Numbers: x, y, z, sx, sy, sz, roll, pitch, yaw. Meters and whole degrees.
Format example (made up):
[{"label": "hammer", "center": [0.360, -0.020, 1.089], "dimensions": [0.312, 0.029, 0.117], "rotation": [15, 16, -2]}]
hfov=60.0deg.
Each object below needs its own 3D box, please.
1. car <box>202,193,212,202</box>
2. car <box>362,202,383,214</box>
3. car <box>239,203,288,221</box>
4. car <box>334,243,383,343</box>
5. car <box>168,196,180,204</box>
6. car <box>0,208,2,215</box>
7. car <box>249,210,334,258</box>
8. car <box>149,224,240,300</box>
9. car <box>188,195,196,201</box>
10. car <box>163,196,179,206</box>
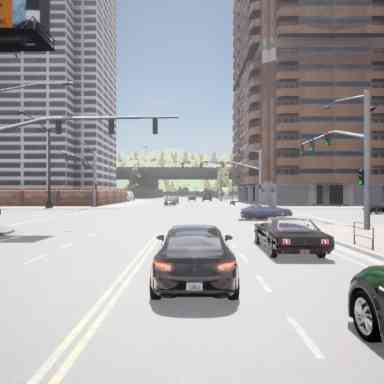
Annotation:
[{"label": "car", "center": [3.514, 1.225, 78.002], "dimensions": [2.150, 2.045, 5.566], "rotation": [0, 0, 0]}, {"label": "car", "center": [19.963, 1.601, 33.724], "dimensions": [4.718, 1.301, 1.895], "rotation": [0, 0, 1]}, {"label": "car", "center": [5.890, 1.564, 26.619], "dimensions": [4.181, 1.385, 1.994], "rotation": [0, 0, 0]}, {"label": "car", "center": [3.601, 1.352, 3.617], "dimensions": [2.097, 1.767, 4.553], "rotation": [0, 0, 0]}, {"label": "car", "center": [-3.530, 1.492, 65.222], "dimensions": [2.128, 1.511, 4.902], "rotation": [0, 0, 1]}, {"label": "car", "center": [-18.372, 1.222, 26.694], "dimensions": [5.566, 2.045, 2.150], "rotation": [0, 0, 2]}, {"label": "car", "center": [3.605, 1.601, 12.702], "dimensions": [1.895, 1.301, 4.718], "rotation": [0, 0, 1]}, {"label": "car", "center": [0.062, 1.526, 8.249], "dimensions": [1.812, 1.442, 4.674], "rotation": [0, 0, 0]}, {"label": "car", "center": [0.014, 1.425, 77.292], "dimensions": [1.837, 1.490, 4.892], "rotation": [0, 0, 0]}, {"label": "car", "center": [-3.590, 1.492, 54.818], "dimensions": [2.128, 1.511, 4.902], "rotation": [0, 0, -1]}]
